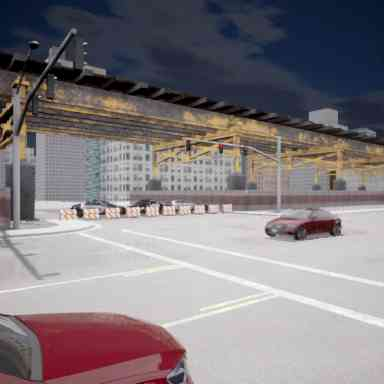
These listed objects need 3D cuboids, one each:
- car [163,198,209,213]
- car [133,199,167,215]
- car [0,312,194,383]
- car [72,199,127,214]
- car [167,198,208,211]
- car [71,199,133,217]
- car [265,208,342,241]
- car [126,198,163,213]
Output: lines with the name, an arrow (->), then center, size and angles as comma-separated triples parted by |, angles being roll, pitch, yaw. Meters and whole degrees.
car -> -0.730, 1.453, 36.862 | 4.974, 1.542, 2.038 | 0, 0, -7
car -> -4.631, 1.453, 33.093 | 2.038, 1.542, 4.974 | 0, 0, 18
car -> -2.141, 1.526, 2.240 | 4.674, 1.442, 1.812 | 0, 0, -35
car -> -8.421, 1.295, 30.406 | 4.536, 1.218, 1.853 | 0, 0, 8
car -> -0.781, 1.295, 36.856 | 4.536, 1.218, 1.853 | 0, 0, -7
car -> -8.370, 1.453, 30.399 | 4.974, 1.542, 2.038 | 0, 0, 8
car -> 5.700, 1.525, 16.698 | 4.674, 1.442, 1.812 | 0, 0, -36
car -> -4.615, 1.295, 33.143 | 1.853, 1.218, 4.536 | 0, 0, 18
